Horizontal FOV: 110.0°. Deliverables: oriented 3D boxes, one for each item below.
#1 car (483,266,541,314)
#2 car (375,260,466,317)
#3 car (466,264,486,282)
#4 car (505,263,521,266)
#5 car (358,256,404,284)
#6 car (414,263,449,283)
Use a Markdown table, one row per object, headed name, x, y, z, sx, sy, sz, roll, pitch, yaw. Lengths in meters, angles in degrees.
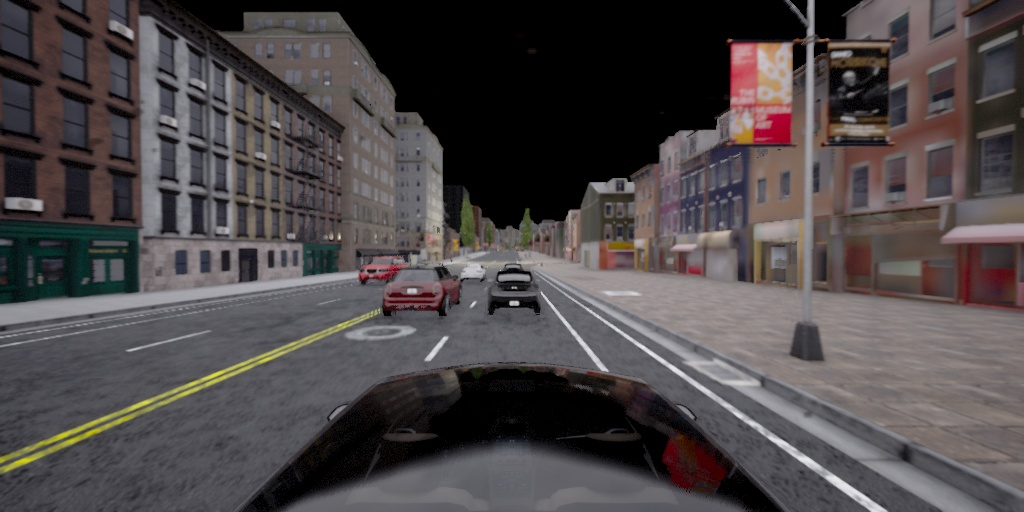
| name | x | y | z | sx | sy | sz | roll | pitch | yaw |
| --- | --- | --- | --- | --- | --- | --- | --- | --- | --- |
| car | 0.083 | 1.288 | 13.912 | 1.837 | 1.490 | 4.892 | 0 | 0 | 0 |
| car | -3.169 | 1.135 | 13.515 | 2.097 | 1.767 | 4.553 | 0 | 0 | 0 |
| car | -3.169 | 1.352 | 30.042 | 1.812 | 1.442 | 4.674 | 0 | 0 | 0 |
| car | 0.080 | 1.330 | 29.276 | 1.837 | 1.490 | 4.892 | 0 | 0 | 0 |
| car | -9.858 | 1.047 | 27.838 | 2.150 | 2.045 | 5.566 | 0 | 0 | 0 |
| car | -6.608 | 1.332 | 30.035 | 1.837 | 1.490 | 4.892 | 0 | 0 | 0 |
